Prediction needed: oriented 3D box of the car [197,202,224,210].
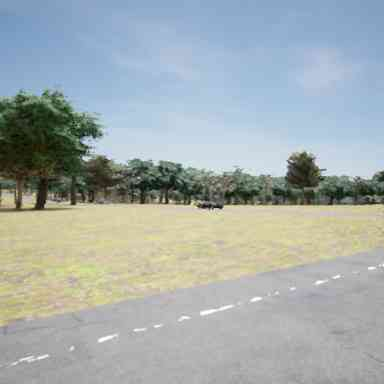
[{"bbox_3d":[2.863,2.171,52.426,1.895,1.301,4.718,3,-3,-36],"label":"car"}]
